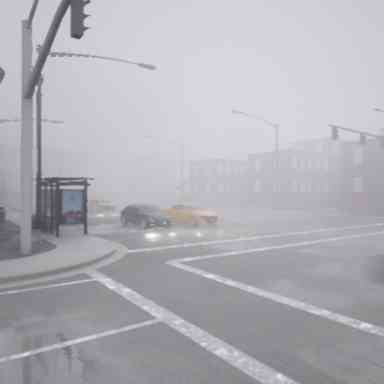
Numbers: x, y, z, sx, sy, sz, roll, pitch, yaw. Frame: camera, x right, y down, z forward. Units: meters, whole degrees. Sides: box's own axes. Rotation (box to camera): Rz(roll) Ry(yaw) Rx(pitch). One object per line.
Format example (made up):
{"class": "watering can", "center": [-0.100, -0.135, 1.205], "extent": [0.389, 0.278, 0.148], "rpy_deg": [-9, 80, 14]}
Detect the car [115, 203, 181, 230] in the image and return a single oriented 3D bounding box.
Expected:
{"class": "car", "center": [-3.016, 1.540, 21.599], "extent": [1.837, 1.490, 4.892], "rpy_deg": [0, 1, -35]}

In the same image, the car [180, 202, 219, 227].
{"class": "car", "center": [-0.116, 1.531, 23.557], "extent": [1.882, 1.535, 5.008], "rpy_deg": [0, 0, -35]}

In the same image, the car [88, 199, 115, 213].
{"class": "car", "center": [-10.361, 1.531, 38.041], "extent": [1.882, 1.535, 5.008], "rpy_deg": [0, 0, -35]}
